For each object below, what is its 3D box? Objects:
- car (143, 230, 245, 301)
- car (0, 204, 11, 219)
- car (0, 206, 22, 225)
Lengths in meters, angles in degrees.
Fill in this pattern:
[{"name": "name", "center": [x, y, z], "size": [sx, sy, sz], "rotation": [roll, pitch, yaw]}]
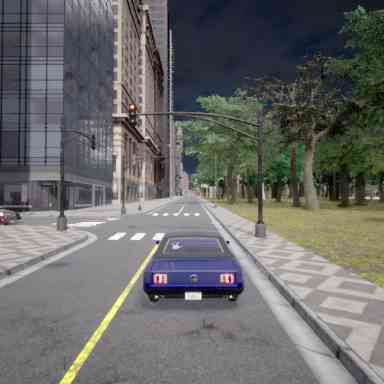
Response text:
[{"name": "car", "center": [0.020, 1.607, 8.278], "size": [1.895, 1.301, 4.718], "rotation": [0, 0, 0]}, {"name": "car", "center": [-18.943, 1.727, 29.819], "size": [4.313, 1.339, 1.947], "rotation": [0, -1, 0]}, {"name": "car", "center": [-13.497, 1.373, 21.296], "size": [4.097, 1.590, 1.967], "rotation": [0, -2, -1]}]
